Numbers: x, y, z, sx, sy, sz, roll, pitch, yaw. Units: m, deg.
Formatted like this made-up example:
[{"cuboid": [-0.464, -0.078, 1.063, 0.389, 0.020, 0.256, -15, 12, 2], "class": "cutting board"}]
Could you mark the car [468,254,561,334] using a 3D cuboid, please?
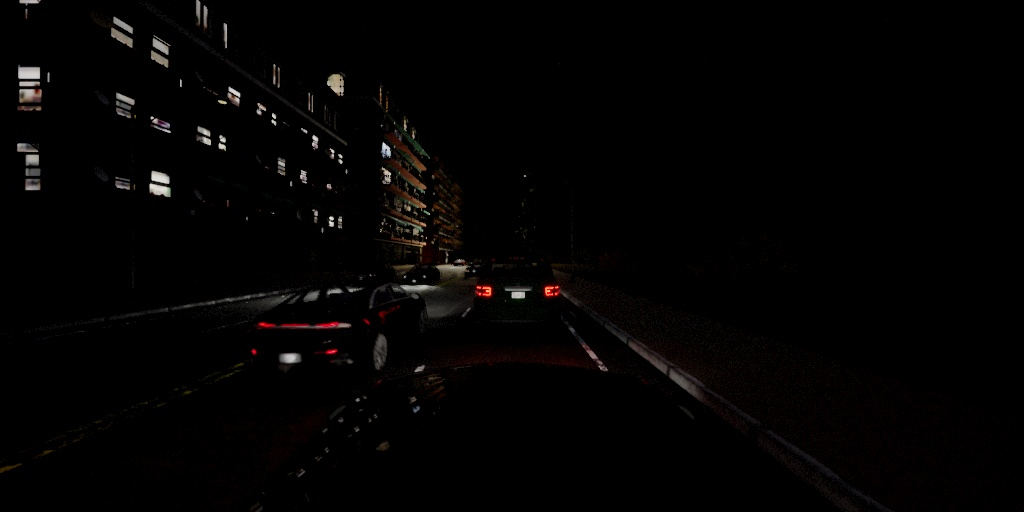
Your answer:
[{"cuboid": [0.103, 0.973, 10.755, 2.150, 2.045, 5.566, 0, 0, -1], "class": "car"}]

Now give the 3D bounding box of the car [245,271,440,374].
[{"cuboid": [-3.151, 1.241, 7.521, 2.128, 1.511, 4.902, 0, 0, 0], "class": "car"}]

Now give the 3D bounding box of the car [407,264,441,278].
[{"cuboid": [-6.597, 1.300, 26.813, 2.033, 1.411, 5.357, 0, 0, 0], "class": "car"}]

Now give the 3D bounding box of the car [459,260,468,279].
[{"cuboid": [-3.143, 1.300, 32.447, 2.033, 1.411, 5.357, 0, 0, 0], "class": "car"}]

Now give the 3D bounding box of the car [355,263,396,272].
[{"cuboid": [-9.846, 1.244, 25.828, 2.128, 1.511, 4.902, 0, 0, 0], "class": "car"}]
